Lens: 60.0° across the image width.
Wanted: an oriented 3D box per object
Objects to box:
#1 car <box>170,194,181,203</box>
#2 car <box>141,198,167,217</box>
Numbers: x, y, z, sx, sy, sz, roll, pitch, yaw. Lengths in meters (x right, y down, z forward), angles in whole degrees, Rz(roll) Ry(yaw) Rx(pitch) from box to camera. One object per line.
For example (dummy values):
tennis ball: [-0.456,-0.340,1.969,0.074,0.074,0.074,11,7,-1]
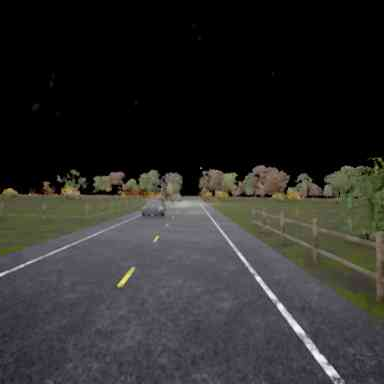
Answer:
car: [-3.522,1.433,73.570,2.150,2.045,5.566,0,0,0]
car: [-3.603,1.467,32.270,2.097,1.767,4.553,0,0,0]
